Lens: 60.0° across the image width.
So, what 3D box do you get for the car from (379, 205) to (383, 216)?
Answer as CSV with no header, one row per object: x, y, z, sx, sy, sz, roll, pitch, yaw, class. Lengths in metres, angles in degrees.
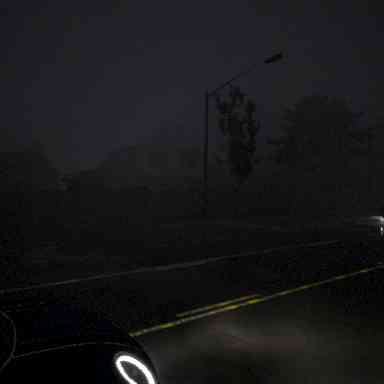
19.080,1.391,30.485,4.902,1.511,2.128,0,0,-35,car

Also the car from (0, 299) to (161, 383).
-2.398,1.355,2.036,4.553,1.767,2.097,0,0,-35,car
